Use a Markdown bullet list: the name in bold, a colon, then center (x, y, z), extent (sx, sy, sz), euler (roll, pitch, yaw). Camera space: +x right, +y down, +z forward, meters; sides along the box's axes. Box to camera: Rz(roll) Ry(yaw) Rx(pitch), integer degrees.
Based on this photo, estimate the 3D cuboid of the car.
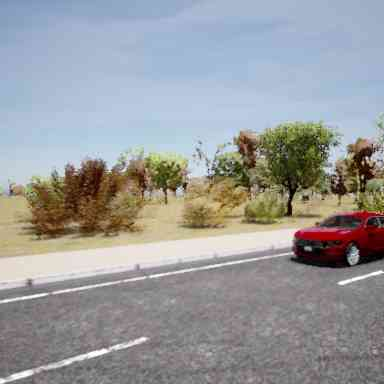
- **car**: center (5.581, 1.445, 11.527), extent (5.008, 1.535, 1.882), euler (0, 0, -35)
